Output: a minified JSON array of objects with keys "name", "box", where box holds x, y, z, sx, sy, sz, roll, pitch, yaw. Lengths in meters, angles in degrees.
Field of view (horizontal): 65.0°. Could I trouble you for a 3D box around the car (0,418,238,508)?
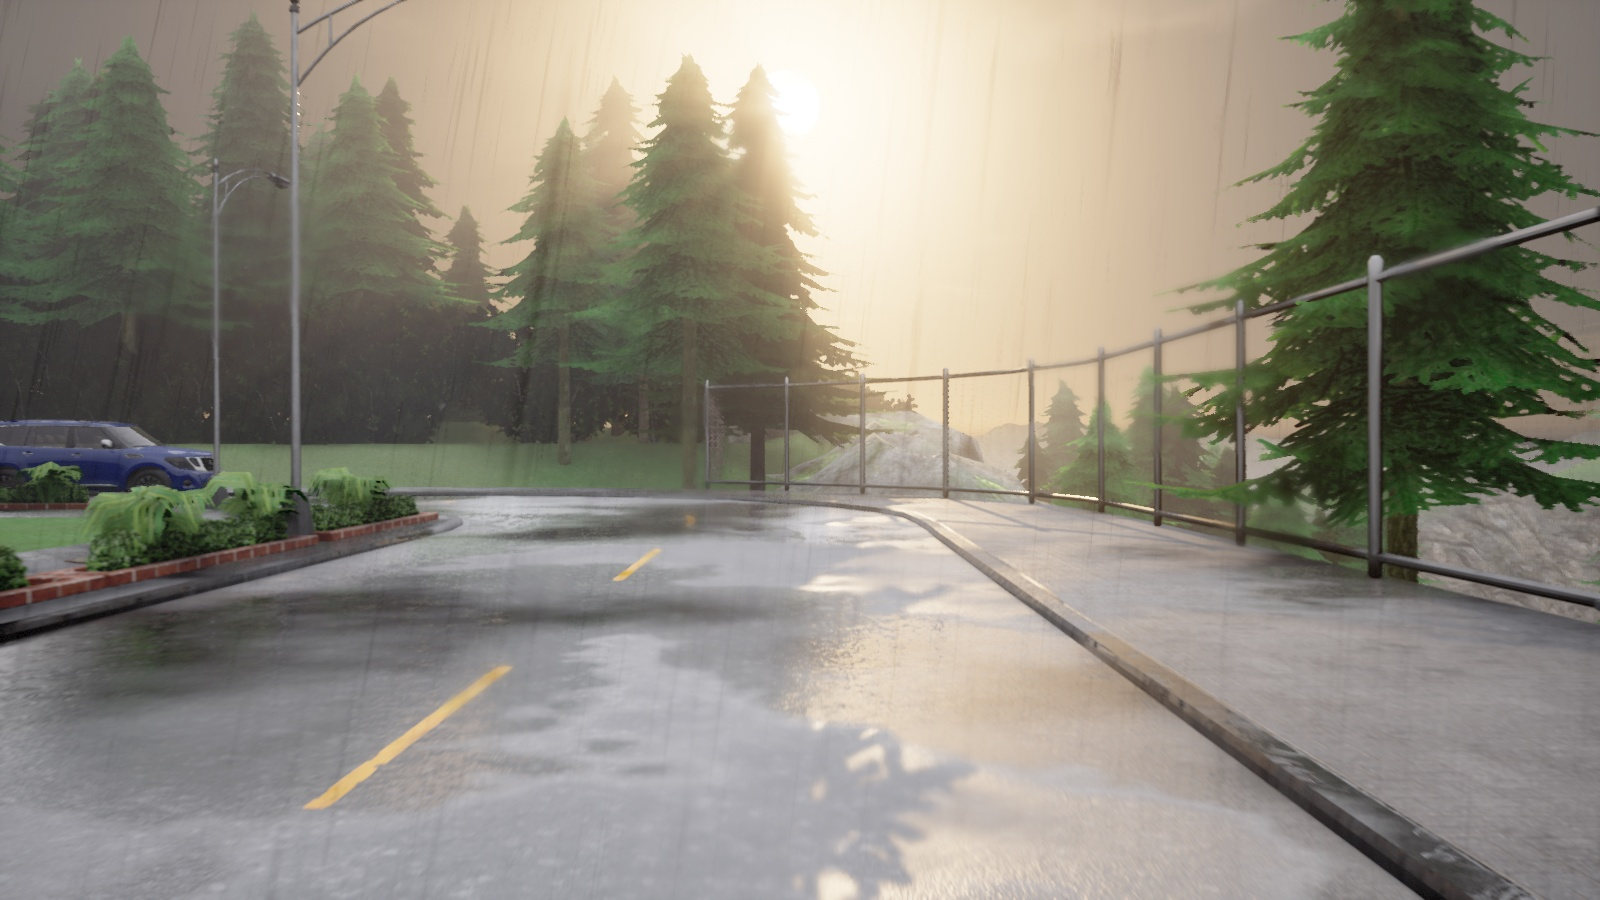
[{"name":"car","box":[-16.468,0.286,29.488,5.566,2.045,2.150,0,0,0]}]
